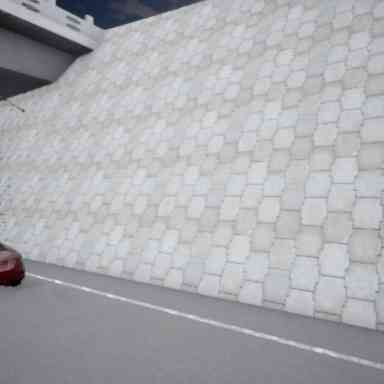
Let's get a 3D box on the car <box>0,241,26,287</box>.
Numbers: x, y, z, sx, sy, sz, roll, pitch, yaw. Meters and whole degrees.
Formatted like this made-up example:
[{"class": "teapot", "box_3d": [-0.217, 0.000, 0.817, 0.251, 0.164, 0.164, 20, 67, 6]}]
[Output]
[{"class": "car", "box_3d": [-6.004, 1.607, 8.263, 4.181, 1.385, 1.994, 0, 0, 35]}]
